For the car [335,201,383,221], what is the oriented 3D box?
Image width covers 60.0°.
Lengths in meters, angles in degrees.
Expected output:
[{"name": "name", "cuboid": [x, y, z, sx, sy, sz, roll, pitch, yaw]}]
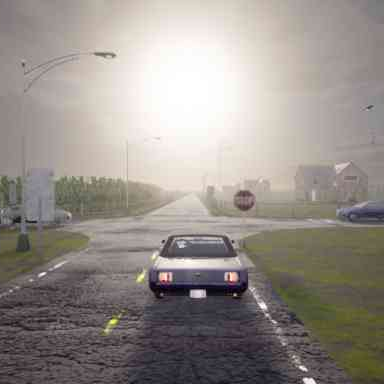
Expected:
[{"name": "car", "cuboid": [13.265, 1.408, 25.014, 4.674, 1.442, 1.812, -1, 0, 0]}]

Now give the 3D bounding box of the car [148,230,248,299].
[{"name": "car", "cuboid": [0.154, 1.602, 8.391, 1.895, 1.301, 4.718, 0, 0, 1]}]

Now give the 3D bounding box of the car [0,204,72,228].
[{"name": "car", "cuboid": [-10.875, 1.579, 22.912, 4.902, 1.511, 2.128, -1, 0, -4]}]
